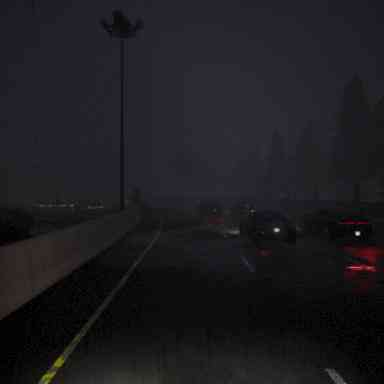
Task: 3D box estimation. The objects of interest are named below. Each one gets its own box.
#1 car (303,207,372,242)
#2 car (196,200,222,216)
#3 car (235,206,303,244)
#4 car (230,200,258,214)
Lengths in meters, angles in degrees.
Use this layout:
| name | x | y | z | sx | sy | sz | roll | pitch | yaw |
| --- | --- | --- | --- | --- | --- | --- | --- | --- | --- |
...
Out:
| name | x | y | z | sx | sy | sz | roll | pitch | yaw |
| --- | --- | --- | --- | --- | --- | --- | --- | --- | --- |
| car | 6.990 | 1.519 | 16.607 | 1.837 | 1.490 | 4.892 | 0 | 0 | -2 |
| car | 1.705 | 1.520 | 33.662 | 2.128 | 1.511 | 4.902 | 0 | 0 | -10 |
| car | 3.503 | 1.578 | 15.974 | 1.994 | 1.385 | 4.181 | 0 | 0 | -2 |
| car | 5.244 | 1.534 | 33.724 | 1.837 | 1.490 | 4.892 | 0 | 0 | -10 |
